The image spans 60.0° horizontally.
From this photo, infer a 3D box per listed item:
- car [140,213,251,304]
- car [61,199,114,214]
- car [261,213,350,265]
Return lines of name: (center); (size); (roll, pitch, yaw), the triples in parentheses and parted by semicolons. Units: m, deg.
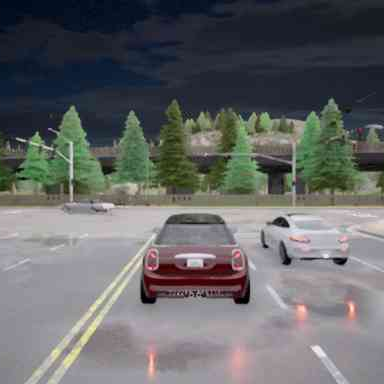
car: (0.077, 1.289, 8.153); (2.097, 1.767, 4.553); (0, 0, 1)
car: (-9.683, 1.310, 30.631); (4.718, 1.301, 1.895); (0, 0, 19)
car: (3.594, 1.439, 11.202); (1.812, 1.442, 4.674); (0, 0, 0)
